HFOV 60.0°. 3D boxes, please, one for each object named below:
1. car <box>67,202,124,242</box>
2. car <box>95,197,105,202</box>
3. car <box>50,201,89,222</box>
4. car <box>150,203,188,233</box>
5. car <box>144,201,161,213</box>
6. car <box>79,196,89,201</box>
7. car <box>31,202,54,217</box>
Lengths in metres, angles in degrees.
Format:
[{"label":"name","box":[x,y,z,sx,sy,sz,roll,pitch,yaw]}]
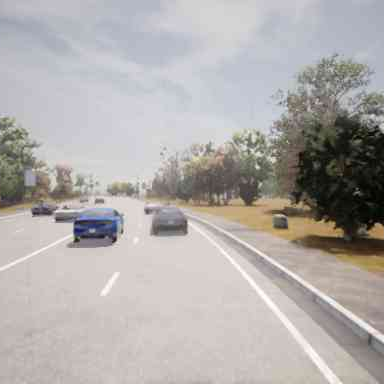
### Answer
[{"label":"car","box":[-4.504,1.504,16.584,1.882,1.535,5.008,0,0,-6]},{"label":"car","box":[-18.294,1.688,66.051,1.895,1.301,4.718,0,0,-14]},{"label":"car","box":[-9.645,1.645,26.719,1.895,1.301,4.718,0,0,-10]},{"label":"car","box":[-1.366,1.587,19.731,1.994,1.385,4.181,0,0,-7]},{"label":"car","box":[-4.384,1.647,37.571,1.895,1.301,4.718,0,0,-12]},{"label":"car","box":[-23.660,1.637,73.339,2.033,1.411,5.357,0,0,-14]},{"label":"car","box":[-14.317,1.657,32.782,1.895,1.301,4.718,0,0,-11]}]
